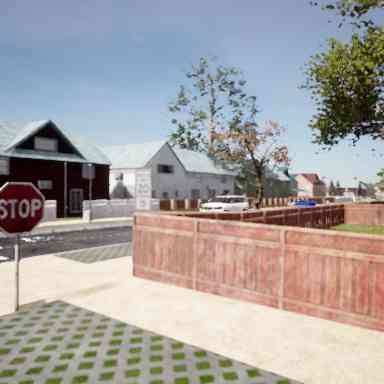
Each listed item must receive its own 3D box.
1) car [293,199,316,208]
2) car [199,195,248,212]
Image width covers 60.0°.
[{"bbox_3d":[15.379,1.781,45.493,1.882,1.535,5.008,1,0,37],"label":"car"},{"bbox_3d":[2.905,1.324,28.991,2.150,2.045,5.566,1,0,37],"label":"car"}]
